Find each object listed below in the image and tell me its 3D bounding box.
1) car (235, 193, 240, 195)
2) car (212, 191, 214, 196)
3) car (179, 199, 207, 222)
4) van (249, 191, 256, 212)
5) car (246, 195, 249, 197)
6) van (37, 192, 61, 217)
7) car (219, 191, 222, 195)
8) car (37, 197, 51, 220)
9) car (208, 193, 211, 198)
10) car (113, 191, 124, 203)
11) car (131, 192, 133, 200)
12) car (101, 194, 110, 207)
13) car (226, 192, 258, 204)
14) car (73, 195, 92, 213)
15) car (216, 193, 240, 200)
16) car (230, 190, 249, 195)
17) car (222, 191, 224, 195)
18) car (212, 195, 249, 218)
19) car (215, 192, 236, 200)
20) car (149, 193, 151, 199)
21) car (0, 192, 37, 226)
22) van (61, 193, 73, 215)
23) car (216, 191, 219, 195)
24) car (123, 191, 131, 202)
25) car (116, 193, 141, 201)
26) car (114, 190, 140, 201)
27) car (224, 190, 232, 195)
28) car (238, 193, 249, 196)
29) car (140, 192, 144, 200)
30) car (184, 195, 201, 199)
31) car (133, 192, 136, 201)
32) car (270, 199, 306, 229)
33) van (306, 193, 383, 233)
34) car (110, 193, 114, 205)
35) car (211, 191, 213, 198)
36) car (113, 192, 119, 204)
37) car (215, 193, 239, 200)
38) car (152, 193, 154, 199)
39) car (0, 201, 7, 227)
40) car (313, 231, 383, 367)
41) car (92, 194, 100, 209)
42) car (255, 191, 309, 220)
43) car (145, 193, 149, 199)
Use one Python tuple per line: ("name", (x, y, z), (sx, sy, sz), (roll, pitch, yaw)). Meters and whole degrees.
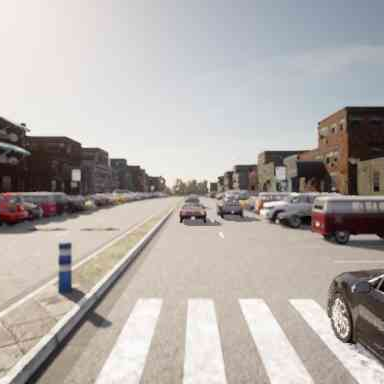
("car", (7.782, 1.188, 36.825), (5.366, 1.575, 1.946), (0, 1, 0))
("car", (7.374, 0.935, 67.137), (5.366, 1.575, 1.946), (0, 0, 0))
("car", (0.072, 1.443, 24.493), (1.895, 1.301, 4.718), (0, 1, 0))
("van", (7.490, 1.055, 28.547), (4.442, 1.987, 1.878), (0, 1, 0))
("car", (7.601, 1.292, 31.309), (4.674, 1.452, 2.002), (0, 1, 0))
("van", (-13.028, 1.088, 25.876), (4.442, 1.987, 1.878), (0, 0, 0))
("car", (7.567, 0.967, 56.119), (5.008, 1.535, 2.097), (0, 0, 0))
("car", (-12.909, 1.340, 23.096), (4.892, 1.521, 2.231), (0, 1, 0))
("car", (7.567, 0.779, 83.681), (5.566, 2.045, 2.435), (0, 0, 0))
("car", (-12.895, 1.051, 48.112), (5.008, 1.535, 2.097), (0, 1, 0))
("car", (-12.887, 1.002, 56.439), (4.674, 1.452, 2.002), (0, 1, 0))
("car", (-12.890, 1.160, 39.649), (5.008, 1.535, 2.097), (0, 1, 0))
("car", (7.611, 0.896, 50.608), (4.553, 1.767, 2.185), (0, 1, 0))
("car", (-12.872, 1.005, 31.429), (5.566, 2.045, 2.435), (0, 1, 0))
("car", (7.553, 0.988, 69.895), (4.674, 1.452, 2.002), (0, 0, 0))
("car", (7.559, 0.998, 42.339), (4.553, 1.767, 2.185), (0, 1, 0))
("car", (7.611, 0.804, 47.852), (5.566, 2.045, 2.435), (0, 1, 0))
("car", (3.068, 1.304, 27.519), (2.128, 1.511, 4.902), (0, 1, 0))
("car", (7.580, 0.852, 75.408), (4.553, 1.767, 2.185), (0, 0, 0))
("car", (-13.055, 1.000, 78.661), (5.366, 1.575, 1.946), (0, 0, 0))
("car", (-12.953, 1.113, 20.193), (5.566, 2.045, 2.435), (0, 0, 0))
("van", (-13.022, 1.061, 28.530), (4.442, 1.987, 1.878), (0, 1, 0))
("car", (7.541, 0.701, 58.875), (5.566, 2.045, 2.435), (0, 0, 0))
("car", (-13.072, 0.984, 53.668), (5.366, 1.575, 1.946), (0, 1, 0))
("car", (-12.875, 0.978, 67.423), (4.674, 1.452, 2.002), (0, 0, 0))
("car", (-13.066, 0.933, 61.870), (5.366, 1.575, 1.946), (0, 0, 0))
("car", (7.558, 0.838, 45.094), (5.566, 2.045, 2.435), (0, 1, 0))
("car", (7.785, 1.219, 34.065), (5.366, 1.575, 1.946), (0, 1, 0))
("car", (-12.851, 0.682, 64.648), (5.566, 2.045, 2.435), (0, 0, 0))
("car", (0.051, 1.161, 41.687), (1.837, 1.490, 4.892), (0, 1, 0))
("car", (-12.880, 0.985, 59.096), (4.674, 1.452, 2.002), (0, 0, 0))
("car", (7.588, 1.385, 20.276), (4.792, 1.488, 2.163), (0, 0, 0))
("van", (7.741, 1.171, 14.756), (4.442, 1.987, 1.878), (0, 0, 0))
("car", (-12.923, 1.154, 42.429), (4.792, 1.488, 2.163), (0, 1, 0))
("car", (7.575, 1.024, 78.165), (4.792, 1.488, 2.163), (0, 0, 0))
("car", (-12.898, 1.090, 45.208), (4.892, 1.521, 2.231), (0, 1, 0))
("car", (7.547, 0.961, 72.650), (5.008, 1.535, 2.097), (0, 0, 0))
("car", (-12.836, 1.072, 84.094), (4.792, 1.488, 2.163), (0, 0, 0))
("car", (-12.905, 1.415, 17.542), (4.792, 1.488, 2.163), (0, 0, 0))
("car", (3.096, 1.488, 3.454), (1.837, 1.490, 4.892), (0, 0, 0))
("car", (-12.714, 1.223, 34.215), (5.366, 1.575, 1.946), (0, 1, 0))
("car", (7.585, 1.081, 23.031), (5.566, 2.045, 2.435), (0, 0, 0))
("car", (-12.877, 0.985, 75.881), (4.892, 1.521, 2.231), (0, 0, 0))
